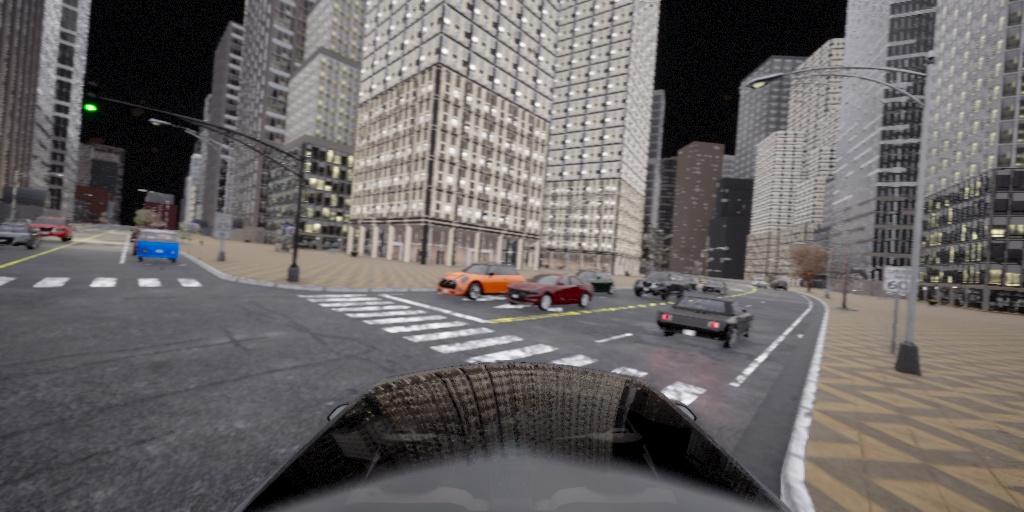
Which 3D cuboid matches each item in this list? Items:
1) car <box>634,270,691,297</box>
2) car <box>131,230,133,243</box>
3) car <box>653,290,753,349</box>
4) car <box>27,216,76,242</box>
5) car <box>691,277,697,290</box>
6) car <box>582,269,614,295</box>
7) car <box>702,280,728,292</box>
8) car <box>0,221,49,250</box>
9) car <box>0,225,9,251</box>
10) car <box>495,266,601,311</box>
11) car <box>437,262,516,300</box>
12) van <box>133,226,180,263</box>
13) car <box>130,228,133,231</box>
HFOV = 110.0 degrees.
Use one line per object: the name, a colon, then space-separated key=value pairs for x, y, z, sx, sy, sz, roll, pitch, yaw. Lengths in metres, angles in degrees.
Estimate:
car: x=11.104 y=2.117 z=26.729 sx=2.150 sy=2.045 sz=5.566 roll=4 pitch=-1 yaw=42
car: x=-24.414 y=-0.740 z=24.250 sx=4.507 sy=1.381 sz=1.888 roll=0 pitch=0 yaw=43
car: x=6.418 y=1.976 z=11.607 sx=1.895 sy=1.301 sz=4.718 roll=4 pitch=-1 yaw=42
car: x=-40.215 y=-2.384 z=31.329 sx=5.566 sy=2.045 sz=2.150 roll=5 pitch=0 yaw=44
car: x=20.027 y=3.120 z=41.804 sx=2.097 sy=1.767 sz=4.553 roll=4 pitch=-1 yaw=41
car: x=5.391 y=1.754 z=25.210 sx=2.097 sy=1.767 sz=4.553 roll=4 pitch=-1 yaw=42
car: x=22.636 y=3.480 z=39.872 sx=1.837 sy=1.490 sz=4.892 roll=4 pitch=-1 yaw=41
car: x=-29.539 y=-1.153 z=21.165 sx=4.181 sy=1.385 sz=1.994 roll=5 pitch=0 yaw=43
car: x=-21.801 y=-0.510 z=13.852 sx=4.181 sy=1.385 sz=1.994 roll=5 pitch=0 yaw=43
car: x=1.811 y=1.503 z=16.331 sx=1.882 sy=1.535 sz=5.008 roll=4 pitch=-1 yaw=42
car: x=-1.412 y=1.114 z=17.585 sx=2.097 sy=1.767 sz=4.553 roll=4 pitch=-1 yaw=42
van: x=-20.335 y=-0.606 z=20.519 sx=3.998 sy=1.789 sz=1.690 roll=0 pitch=0 yaw=43
car: x=-40.500 y=-2.309 z=39.425 sx=5.009 sy=1.841 sz=2.192 roll=0 pitch=0 yaw=43
